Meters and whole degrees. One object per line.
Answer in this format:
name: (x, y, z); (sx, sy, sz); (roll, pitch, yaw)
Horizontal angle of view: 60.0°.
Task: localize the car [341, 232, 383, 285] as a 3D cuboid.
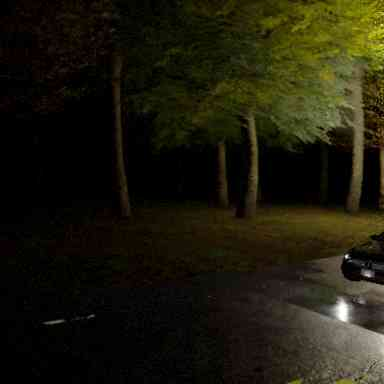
car: (5.904, 1.564, 8.630); (4.674, 1.442, 1.812); (0, 0, -31)
